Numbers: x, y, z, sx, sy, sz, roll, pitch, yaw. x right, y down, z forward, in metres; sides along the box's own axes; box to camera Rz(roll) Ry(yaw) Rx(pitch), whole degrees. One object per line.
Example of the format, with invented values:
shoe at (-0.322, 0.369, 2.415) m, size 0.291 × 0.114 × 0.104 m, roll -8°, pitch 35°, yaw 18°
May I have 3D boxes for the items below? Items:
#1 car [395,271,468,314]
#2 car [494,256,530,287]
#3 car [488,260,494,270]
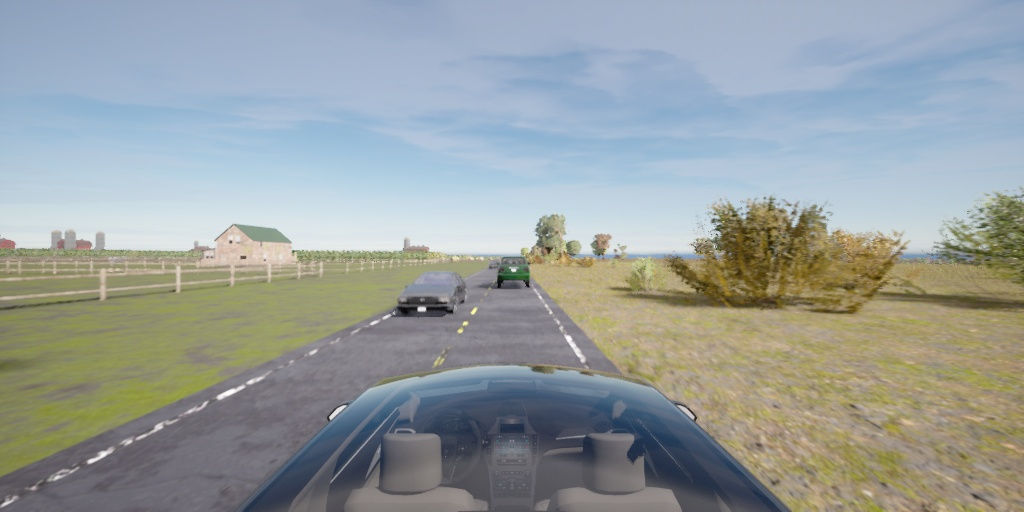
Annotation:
car at (-2.850, 1.303, 14.007) m, size 2.033 × 1.411 × 5.357 m, roll 0°, pitch 0°, yaw 0°
car at (0.102, 0.996, 24.910) m, size 2.150 × 2.045 × 5.566 m, roll 0°, pitch 0°, yaw 0°
car at (-2.797, 1.397, 57.139) m, size 1.837 × 1.490 × 4.892 m, roll 0°, pitch 0°, yaw 0°
